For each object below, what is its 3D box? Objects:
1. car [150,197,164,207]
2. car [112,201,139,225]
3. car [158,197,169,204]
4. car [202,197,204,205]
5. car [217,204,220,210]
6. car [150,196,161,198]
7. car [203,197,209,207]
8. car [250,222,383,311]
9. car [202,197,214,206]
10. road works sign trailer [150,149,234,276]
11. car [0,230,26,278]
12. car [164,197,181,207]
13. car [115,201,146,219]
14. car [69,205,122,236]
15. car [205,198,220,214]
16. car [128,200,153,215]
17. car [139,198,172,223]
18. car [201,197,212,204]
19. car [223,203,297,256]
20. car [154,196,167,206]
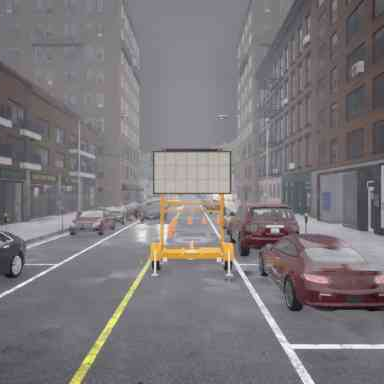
[{"bbox_3d":[-5.370,1.535,51.419,1.752,1.417,4.829,0,0,0],"label":"car"},{"bbox_3d":[-5.380,1.551,23.996,2.008,1.369,4.403,0,0,0],"label":"car"},{"bbox_3d":[-5.366,1.601,62.628,1.802,1.307,4.206,0,0,0],"label":"car"},{"bbox_3d":[2.653,1.531,46.241,1.752,1.417,4.829,0,0,0],"label":"car"},{"bbox_3d":[2.639,1.525,18.648,1.752,1.417,4.829,0,0,0],"label":"car"},{"bbox_3d":[-5.374,1.553,40.552,2.008,1.369,4.403,0,0,0],"label":"car"},{"bbox_3d":[2.651,1.584,40.553,1.802,1.307,4.206,0,0,0],"label":"car"},{"bbox_3d":[2.639,1.582,7.443,1.802,1.307,4.206,0,0,0],"label":"car"},{"bbox_3d":[2.657,1.596,57.107,1.802,1.307,4.206,0,0,0],"label":"car"},{"bbox_3d":[0.003,0.464,10.330,2.380,3.560,2.880,0,0,0],"label":"road works sign trailer"},{"bbox_3d":[-5.386,1.551,7.439,2.008,1.369,4.403,0,0,0],"label":"car"},{"bbox_3d":[-2.732,1.487,50.815,1.882,1.535,5.008,0,0,0],"label":"car"},{"bbox_3d":[-5.378,1.545,29.515,1.887,1.381,4.507,0,0,0],"label":"car"},{"bbox_3d":[-5.382,1.582,18.477,1.802,1.307,4.206,0,0,0],"label":"car"},{"bbox_3d":[2.649,1.583,35.035,1.802,1.307,4.206,0,0,0],"label":"car"},{"bbox_3d":[-5.376,1.567,35.034,1.947,1.339,4.313,0,0,0],"label":"car"},{"bbox_3d":[-2.839,1.505,25.734,1.837,1.490,4.892,0,0,0],"label":"car"},{"bbox_3d":[2.659,1.585,62.626,1.947,1.339,4.313,0,0,0],"label":"car"},{"bbox_3d":[2.642,1.315,12.962,2.192,1.841,5.009,0,0,0],"label":"car"},{"bbox_3d":[-5.368,1.454,57.109,1.967,1.590,4.097,0,0,0],"label":"car"}]
